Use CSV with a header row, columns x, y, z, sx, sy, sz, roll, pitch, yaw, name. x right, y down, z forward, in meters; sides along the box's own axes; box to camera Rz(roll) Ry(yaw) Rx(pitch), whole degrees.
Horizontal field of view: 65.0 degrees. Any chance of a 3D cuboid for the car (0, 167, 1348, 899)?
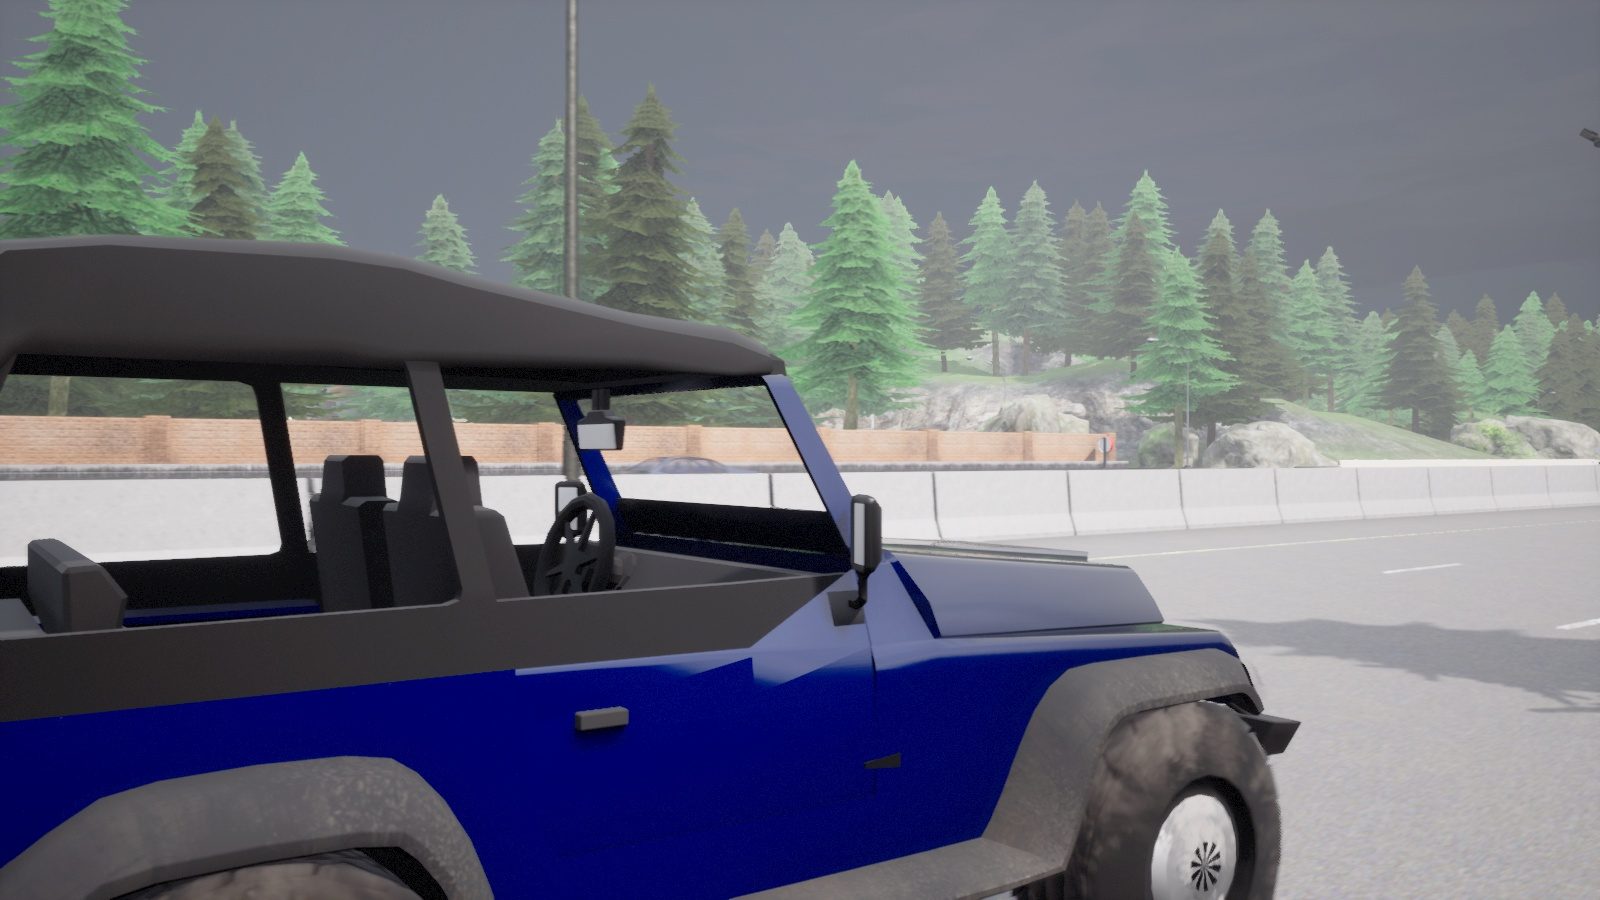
x,y,z,sx,sy,sz,roll,pitch,yaw,name
-0.548,0.551,3.290,3.866,1.878,1.905,0,0,-35,car
